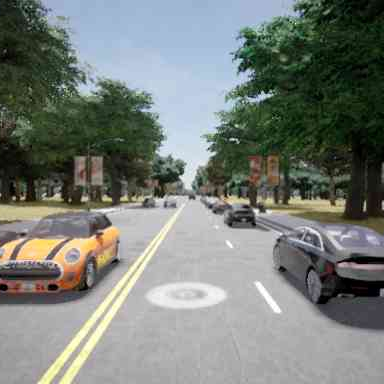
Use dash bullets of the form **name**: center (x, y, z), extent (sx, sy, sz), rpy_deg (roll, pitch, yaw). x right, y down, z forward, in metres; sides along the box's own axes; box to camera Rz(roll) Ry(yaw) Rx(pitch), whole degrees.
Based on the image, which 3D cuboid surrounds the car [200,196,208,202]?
- **car**: center (3.266, 1.890, 91.720), extent (2.033, 1.649, 4.856), rpy_deg (0, 0, 0)

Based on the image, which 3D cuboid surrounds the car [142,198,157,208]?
- **car**: center (-6.555, 1.683, 51.136), extent (1.837, 1.490, 4.892), rpy_deg (0, -1, 0)

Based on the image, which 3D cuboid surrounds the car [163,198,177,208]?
- **car**: center (-3.317, 1.665, 50.466), extent (2.128, 1.511, 4.902), rpy_deg (0, 0, 0)

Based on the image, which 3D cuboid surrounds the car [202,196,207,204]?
- **car**: center (3.260, 1.830, 58.748), extent (1.895, 1.301, 4.718), rpy_deg (0, 0, 0)

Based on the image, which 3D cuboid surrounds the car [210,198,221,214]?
- **car**: center (3.257, 1.620, 36.717), extent (1.812, 1.442, 4.674), rpy_deg (0, 0, 0)

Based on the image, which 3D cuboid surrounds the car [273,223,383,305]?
- **car**: center (3.351, 1.508, 8.097), extent (2.128, 1.511, 4.902), rpy_deg (0, 0, 0)

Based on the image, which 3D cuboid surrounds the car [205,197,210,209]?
- **car**: center (3.258, 1.756, 47.749), extent (1.895, 1.301, 4.718), rpy_deg (0, 0, 0)

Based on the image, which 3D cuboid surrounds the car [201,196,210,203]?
- **car**: center (3.264, 1.836, 80.909), extent (1.801, 1.575, 5.366), rpy_deg (0, 0, 0)

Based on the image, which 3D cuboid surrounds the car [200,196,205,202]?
- **car**: center (3.263, 1.851, 69.719), extent (2.033, 1.411, 5.357), rpy_deg (0, 0, 0)

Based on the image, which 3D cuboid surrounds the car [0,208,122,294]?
- **car**: center (-3.348, 1.369, 9.026), extent (2.097, 1.767, 4.553), rpy_deg (0, 0, 0)

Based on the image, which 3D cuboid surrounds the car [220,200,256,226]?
- **car**: center (3.355, 1.561, 23.918), extent (1.837, 1.490, 4.892), rpy_deg (0, 0, 0)
